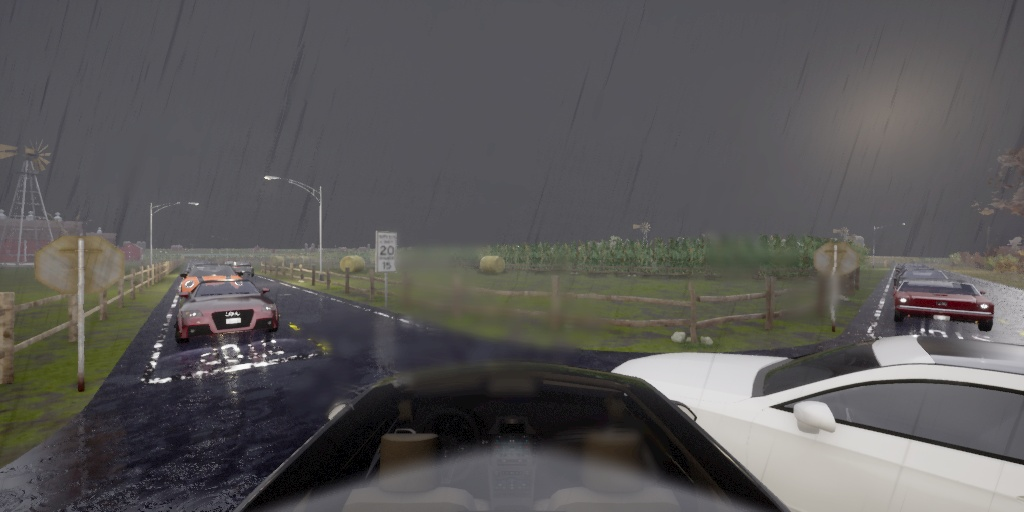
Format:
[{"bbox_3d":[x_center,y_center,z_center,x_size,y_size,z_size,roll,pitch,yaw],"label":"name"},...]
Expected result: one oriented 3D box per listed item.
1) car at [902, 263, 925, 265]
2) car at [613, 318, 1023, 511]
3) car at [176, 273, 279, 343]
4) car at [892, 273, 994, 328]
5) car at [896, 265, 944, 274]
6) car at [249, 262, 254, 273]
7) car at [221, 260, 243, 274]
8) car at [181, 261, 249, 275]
[{"bbox_3d":[27.349,1.398,24.255,4.181,1.385,1.994,0,1,-43],"label":"car"},{"bbox_3d":[2.838,1.294,2.375,1.812,1.442,4.674,0,1,-44],"label":"car"},{"bbox_3d":[-7.941,1.354,9.961,1.994,1.385,4.181,0,0,-43],"label":"car"},{"bbox_3d":[13.517,1.397,11.437,4.718,1.301,1.895,0,1,-43],"label":"car"},{"bbox_3d":[20.594,1.361,18.000,5.357,1.411,2.033,0,1,-43],"label":"car"},{"bbox_3d":[-26.983,1.280,35.673,2.128,1.511,4.902,0,0,-41],"label":"car"},{"bbox_3d":[-33.704,1.300,43.131,1.837,1.490,4.892,0,0,-41],"label":"car"},{"bbox_3d":[-13.718,1.138,16.444,2.097,1.767,4.553,0,0,-42],"label":"car"}]
